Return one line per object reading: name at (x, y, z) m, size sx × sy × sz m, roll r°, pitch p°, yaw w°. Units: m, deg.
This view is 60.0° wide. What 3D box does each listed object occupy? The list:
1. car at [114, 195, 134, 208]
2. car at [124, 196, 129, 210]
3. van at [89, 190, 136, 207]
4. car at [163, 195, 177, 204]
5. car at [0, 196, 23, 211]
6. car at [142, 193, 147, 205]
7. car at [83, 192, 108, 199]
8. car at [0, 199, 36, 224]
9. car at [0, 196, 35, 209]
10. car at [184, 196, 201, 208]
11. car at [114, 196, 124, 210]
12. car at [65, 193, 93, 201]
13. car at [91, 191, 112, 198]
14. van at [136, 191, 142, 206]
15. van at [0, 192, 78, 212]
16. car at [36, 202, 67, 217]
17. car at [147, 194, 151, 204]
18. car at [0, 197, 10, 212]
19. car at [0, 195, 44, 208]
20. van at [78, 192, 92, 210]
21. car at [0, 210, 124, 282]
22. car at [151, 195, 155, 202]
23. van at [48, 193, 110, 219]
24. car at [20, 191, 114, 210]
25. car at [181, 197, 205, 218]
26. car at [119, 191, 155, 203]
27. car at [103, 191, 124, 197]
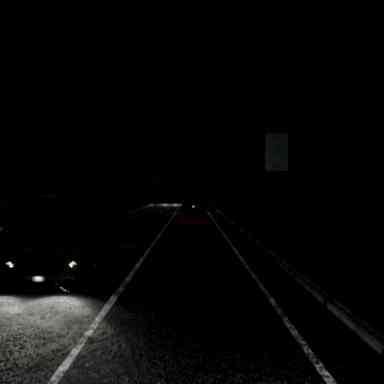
car at (-8.985, 1.318, 35.357) m, size 4.792 × 1.488 × 2.163 m, roll 0°, pitch 1°, yaw 0°
car at (-8.949, 1.352, 32.549) m, size 4.674 × 1.452 × 2.002 m, roll 0°, pitch 0°, yaw 0°
van at (-9.076, 1.033, 38.157) m, size 4.442 × 1.987 × 1.878 m, roll 0°, pitch 1°, yaw 0°
car at (-3.319, 1.128, 52.039) m, size 1.812 × 1.442 × 4.674 m, roll 0°, pitch 1°, yaw 0°
car at (-22.222, 1.264, 37.438) m, size 5.366 × 1.575 × 1.946 m, roll 0°, pitch 1°, yaw 0°
car at (-8.961, 1.195, 43.768) m, size 5.008 × 1.535 × 2.097 m, roll 0°, pitch 1°, yaw 0°
car at (-22.082, 0.791, 76.297) m, size 5.008 × 1.535 × 2.097 m, roll 0°, pitch 1°, yaw 0°
car at (-8.958, 1.290, 12.923) m, size 4.553 × 1.767 × 2.185 m, roll 0°, pitch 0°, yaw 0°
car at (-22.036, 1.237, 40.216) m, size 5.008 × 1.535 × 2.097 m, roll 0°, pitch 1°, yaw 0°
car at (0.085, 1.269, 42.433) m, size 1.994 × 1.385 × 4.181 m, roll 0°, pitch 1°, yaw 0°
car at (-8.955, 1.333, 29.746) m, size 4.892 × 1.521 × 2.231 m, roll 0°, pitch 0°, yaw 0°
car at (-22.044, 0.958, 65.196) m, size 4.792 × 1.488 × 2.163 m, roll 0°, pitch 1°, yaw 0°
car at (-22.125, 0.598, 81.846) m, size 4.553 × 1.767 × 2.185 m, roll 0°, pitch 1°, yaw 0°
van at (-8.846, 1.003, 40.959) m, size 4.442 × 1.987 × 1.878 m, roll 0°, pitch 1°, yaw 0°
van at (-9.051, 1.164, 18.529) m, size 4.442 × 1.987 × 1.878 m, roll 0°, pitch 0°, yaw 0°
car at (-8.924, 1.404, 15.726) m, size 4.892 × 1.521 × 2.231 m, roll 0°, pitch 0°, yaw 0°
car at (-8.976, 1.165, 49.375) m, size 4.674 × 1.452 × 2.002 m, roll 0°, pitch 1°, yaw 0°
car at (-22.005, 1.326, 34.667) m, size 4.792 × 1.488 × 2.163 m, roll 0°, pitch 0°, yaw 0°
car at (-22.039, 1.206, 42.993) m, size 4.892 × 1.521 × 2.231 m, roll 0°, pitch 1°, yaw 0°
van at (-9.054, 1.151, 21.332) m, size 4.442 × 1.987 × 1.878 m, roll 0°, pitch 0°, yaw 0°
car at (-3.349, 1.498, 9.912) m, size 2.033 × 1.411 × 5.357 m, roll 0°, pitch 0°, yaw 0°
car at (-8.791, 1.087, 52.177) m, size 5.366 × 1.575 × 1.946 m, roll 0°, pitch 1°, yaw 0°
van at (-9.061, 1.125, 26.937) m, size 4.442 × 1.987 × 1.878 m, roll 0°, pitch 0°, yaw 0°
car at (-8.913, 1.113, 24.136) m, size 5.566 × 2.045 × 2.435 m, roll 0°, pitch 0°, yaw 0°
car at (0.104, 1.256, 27.990) m, size 2.033 × 1.649 × 4.856 m, roll 0°, pitch -2°, yaw 0°
car at (-8.952, 0.804, 54.978) m, size 5.566 × 2.045 × 2.435 m, roll 0°, pitch 1°, yaw 0°
car at (-21.922, 0.589, 92.947) m, size 5.366 × 1.575 × 1.946 m, roll 0°, pitch 1°, yaw 0°
